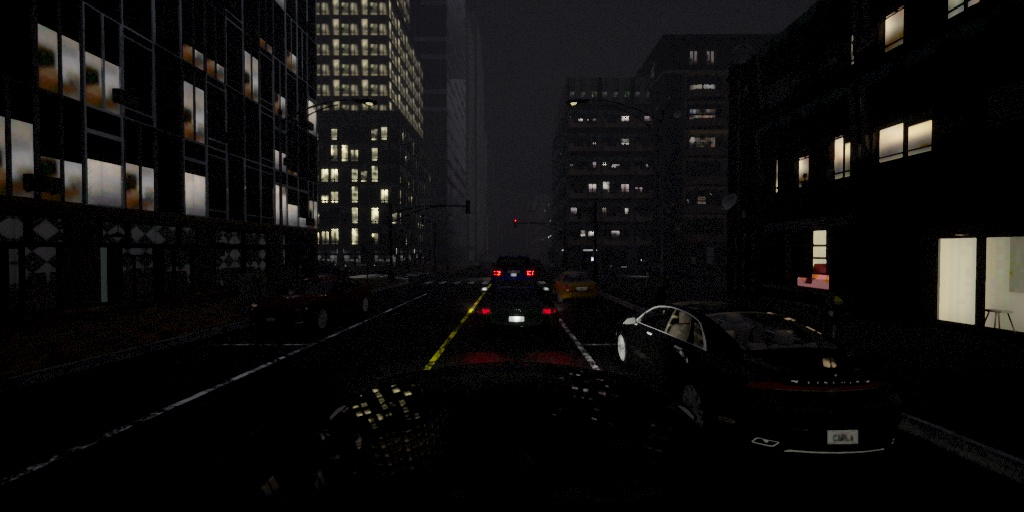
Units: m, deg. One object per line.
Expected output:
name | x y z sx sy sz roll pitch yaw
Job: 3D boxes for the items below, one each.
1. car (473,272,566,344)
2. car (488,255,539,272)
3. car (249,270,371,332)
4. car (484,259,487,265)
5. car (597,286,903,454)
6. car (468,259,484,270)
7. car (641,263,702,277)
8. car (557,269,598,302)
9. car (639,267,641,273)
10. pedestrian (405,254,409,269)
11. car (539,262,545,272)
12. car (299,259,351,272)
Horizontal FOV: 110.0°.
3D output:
car | 0.094 1.313 9.648 1.994 1.385 4.181 0 0 0
car | 0.085 0.971 19.456 2.150 2.045 5.566 0 0 0
car | -5.826 1.294 10.923 1.888 1.381 4.507 0 0 0
car | -5.718 1.316 60.119 1.948 1.339 4.313 0 0 0
car | 2.816 1.300 5.224 2.007 1.370 4.403 0 0 0
car | -5.715 1.276 54.295 1.751 1.417 4.829 0 0 0
car | 16.642 1.423 37.054 5.357 1.411 2.033 0 1 1
car | 2.812 1.274 16.683 1.751 1.417 4.829 0 0 0
car | 16.291 1.381 39.658 4.403 1.370 2.007 0 0 1
pedestrian | -12.567 0.679 42.979 0.375 1.860 0.375 0 0 1
car | 0.867 1.099 33.682 4.553 1.767 2.097 0 0 -37
car | -17.873 1.161 34.315 4.674 1.442 1.812 1 1 2
